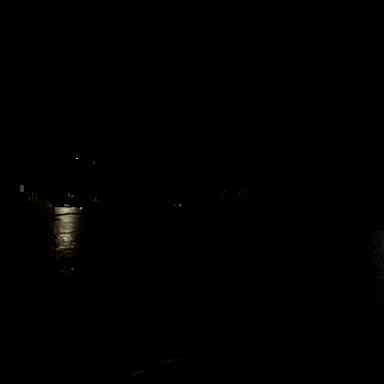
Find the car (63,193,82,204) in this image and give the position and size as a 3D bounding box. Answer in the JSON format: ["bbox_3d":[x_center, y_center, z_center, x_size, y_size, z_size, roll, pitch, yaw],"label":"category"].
[{"bbox_3d":[-18.149,0.964,50.474,2.128,1.511,4.902,-1,1,-35],"label":"car"}]

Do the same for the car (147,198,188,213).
[{"bbox_3d":[-2.493,1.245,32.672,2.033,1.411,5.357,-1,1,-34],"label":"car"}]
